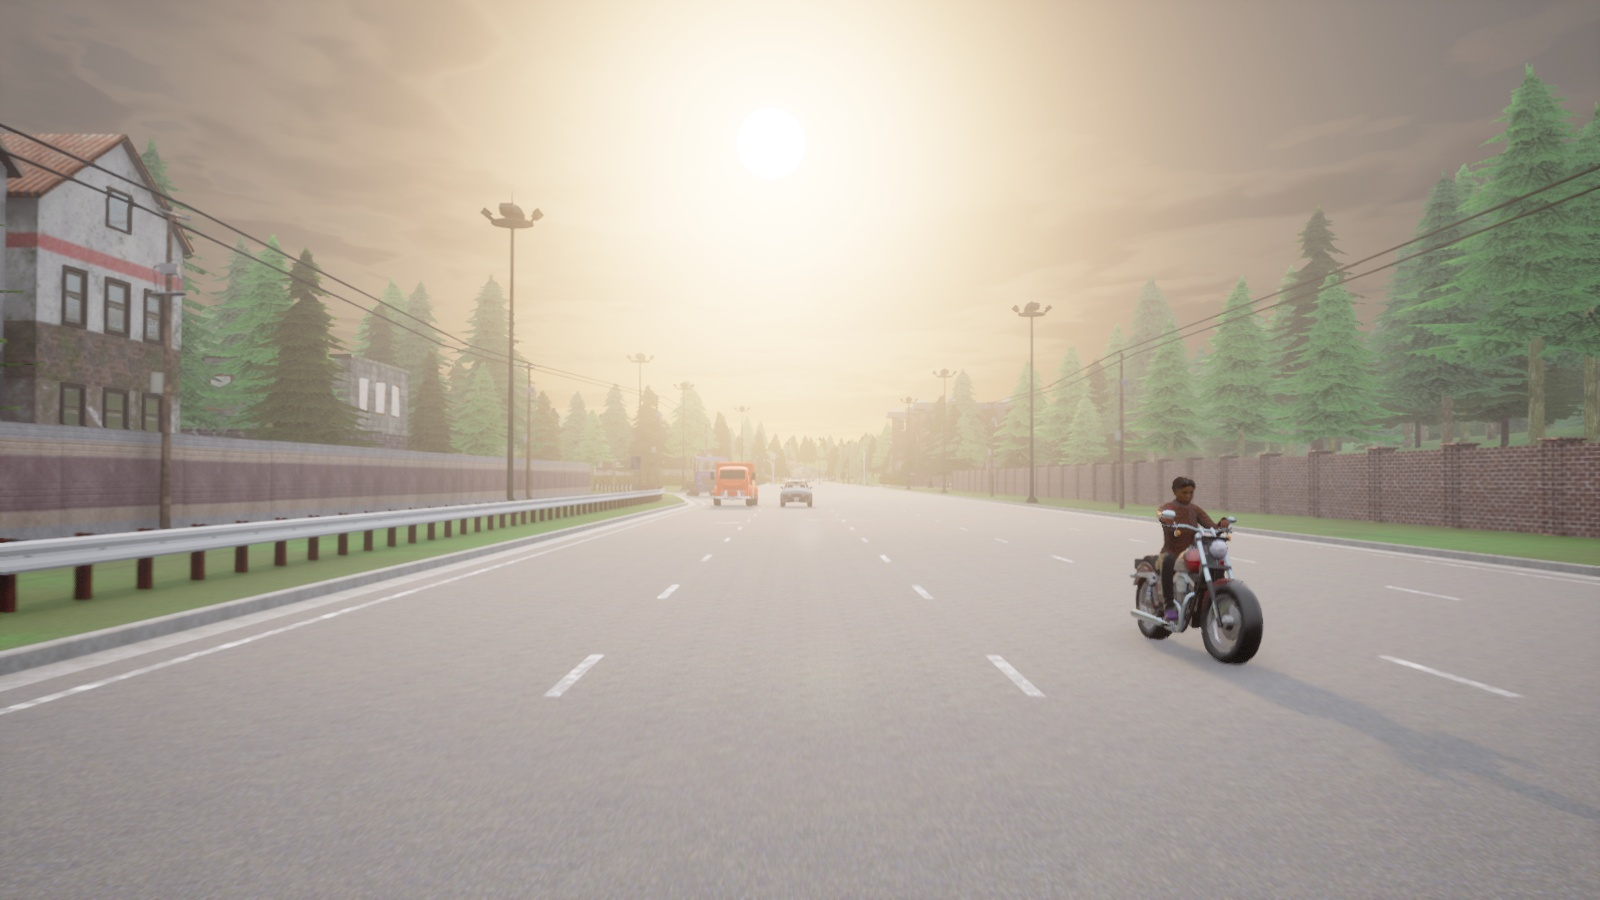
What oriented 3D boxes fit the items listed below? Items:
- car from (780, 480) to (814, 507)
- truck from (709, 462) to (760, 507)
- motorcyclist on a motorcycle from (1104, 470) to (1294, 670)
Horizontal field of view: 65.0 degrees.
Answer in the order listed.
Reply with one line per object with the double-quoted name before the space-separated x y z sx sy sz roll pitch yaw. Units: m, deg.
"car" -0.180 2.392 69.521 1.816 1.474 4.193 0 -1 0
"truck" -3.687 1.955 71.470 2.627 2.467 5.204 0 -2 0
"motorcyclist on a motorcycle" 3.598 1.019 11.581 0.766 1.649 2.350 1 -1 -6
